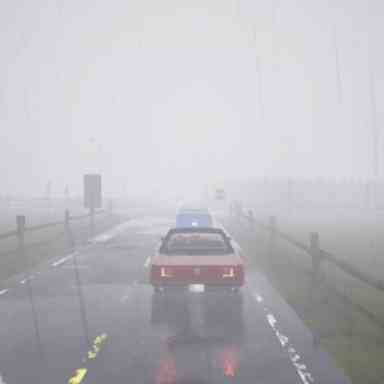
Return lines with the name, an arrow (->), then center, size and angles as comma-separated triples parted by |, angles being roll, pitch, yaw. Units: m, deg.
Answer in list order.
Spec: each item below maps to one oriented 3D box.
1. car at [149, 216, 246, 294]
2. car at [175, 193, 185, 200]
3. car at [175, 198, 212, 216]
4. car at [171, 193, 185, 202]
car -> 0.103, 1.541, 8.590 | 1.895, 1.301, 4.718 | 0, 0, 0
car -> -2.727, 1.054, 77.875 | 2.033, 1.411, 5.357 | 0, 0, 0
car -> 0.104, 1.351, 18.566 | 1.882, 1.535, 5.008 | 0, 0, 0
car -> -2.765, 1.164, 62.576 | 1.994, 1.385, 4.181 | 0, 0, 1
